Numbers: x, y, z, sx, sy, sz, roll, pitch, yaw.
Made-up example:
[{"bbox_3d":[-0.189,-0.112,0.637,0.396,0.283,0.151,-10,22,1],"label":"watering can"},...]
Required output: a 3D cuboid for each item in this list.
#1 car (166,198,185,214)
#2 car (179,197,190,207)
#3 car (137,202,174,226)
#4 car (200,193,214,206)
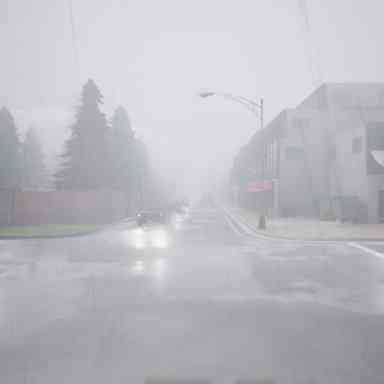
[{"bbox_3d":[-2.109,1.599,35.305,1.895,1.301,4.718,0,0,3],"label":"car"},{"bbox_3d":[-1.375,1.502,51.287,1.837,1.490,4.892,0,0,3],"label":"car"},{"bbox_3d":[-2.620,1.599,23.734,1.895,1.301,4.718,0,0,3],"label":"car"},{"bbox_3d":[2.510,1.217,56.195,2.150,2.045,5.566,0,0,3],"label":"car"}]
